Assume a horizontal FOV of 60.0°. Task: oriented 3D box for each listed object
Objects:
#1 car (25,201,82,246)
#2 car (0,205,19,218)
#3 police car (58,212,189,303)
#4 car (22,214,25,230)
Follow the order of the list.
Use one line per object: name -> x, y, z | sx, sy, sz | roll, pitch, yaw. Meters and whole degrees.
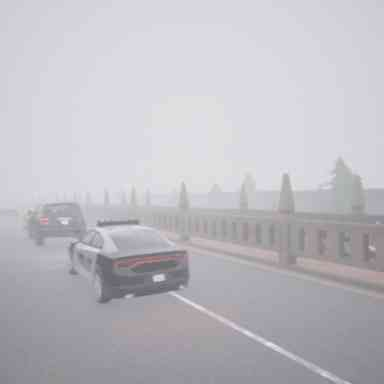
car -> -7.120, 1.506, 17.301 | 2.150, 2.045, 5.566 | 0, -1, -31
car -> -21.522, 2.252, 39.080 | 1.812, 1.442, 4.674 | 0, -1, -33
police car -> -1.992, 1.541, 8.807 | 1.930, 1.638, 5.238 | 0, -1, -31
car -> -10.201, 1.860, 22.408 | 1.882, 1.535, 5.008 | 0, -1, -31
